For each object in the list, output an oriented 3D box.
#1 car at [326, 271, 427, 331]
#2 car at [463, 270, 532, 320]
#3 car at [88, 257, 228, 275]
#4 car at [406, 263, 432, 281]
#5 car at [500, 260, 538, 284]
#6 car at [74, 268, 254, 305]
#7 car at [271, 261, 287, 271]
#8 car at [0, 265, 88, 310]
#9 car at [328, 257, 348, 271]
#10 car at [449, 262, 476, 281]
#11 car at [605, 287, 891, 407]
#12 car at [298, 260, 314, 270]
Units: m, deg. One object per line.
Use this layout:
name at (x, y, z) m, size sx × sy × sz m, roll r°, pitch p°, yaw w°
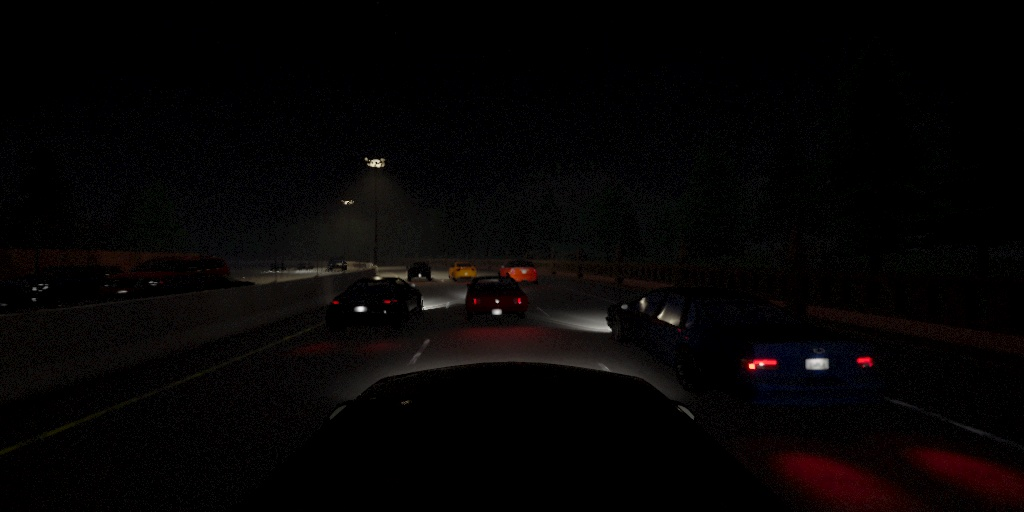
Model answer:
car at (-4.055, 1.336, 11.188) m, size 1.994 × 1.385 × 4.181 m, roll 0°, pitch 0°, yaw -5°
car at (-0.672, 1.358, 12.741) m, size 1.895 × 1.301 × 4.718 m, roll 0°, pitch 0°, yaw -6°
car at (-15.521, 1.047, 16.613) m, size 2.150 × 2.045 × 5.566 m, roll 0°, pitch 0°, yaw -10°
car at (-8.012, 1.303, 30.904) m, size 1.837 × 1.490 × 4.892 m, roll 0°, pitch 0°, yaw -16°
car at (0.369, 1.111, 26.604) m, size 2.097 × 1.767 × 4.553 m, roll 0°, pitch 0°, yaw -13°
car at (-11.385, 1.353, 12.713) m, size 2.033 × 1.411 × 5.357 m, roll 0°, pitch 0°, yaw -7°
car at (-34.601, 1.473, 53.203) m, size 2.033 × 1.411 × 5.357 m, roll 0°, pitch 0°, yaw -35°
car at (-18.890, 1.192, 15.248) m, size 2.097 × 1.767 × 4.553 m, roll 0°, pitch 0°, yaw -10°
car at (-24.825, 1.103, 51.049) m, size 2.150 × 2.045 × 5.566 m, roll 0°, pitch 0°, yaw -31°
car at (-4.254, 1.258, 30.473) m, size 1.882 × 1.535 × 5.008 m, roll 0°, pitch 0°, yaw -16°
car at (3.367, 1.284, 6.612) m, size 2.033 × 1.411 × 5.357 m, roll 0°, pitch 0°, yaw -3°
car at (-31.731, 1.407, 55.162) m, size 2.128 × 1.511 × 4.902 m, roll 0°, pitch 0°, yaw -35°
